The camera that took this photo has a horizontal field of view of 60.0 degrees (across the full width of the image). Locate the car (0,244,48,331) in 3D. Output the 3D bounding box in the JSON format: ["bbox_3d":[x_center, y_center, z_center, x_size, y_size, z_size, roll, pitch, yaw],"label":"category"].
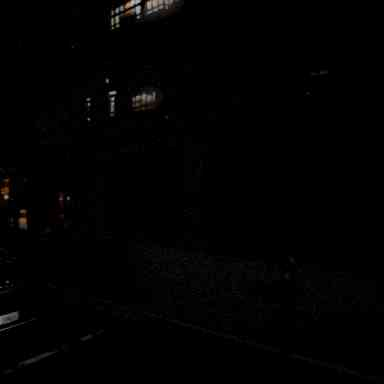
[{"bbox_3d":[-4.360,1.551,5.984,4.403,1.369,2.008,0,0,35],"label":"car"}]
